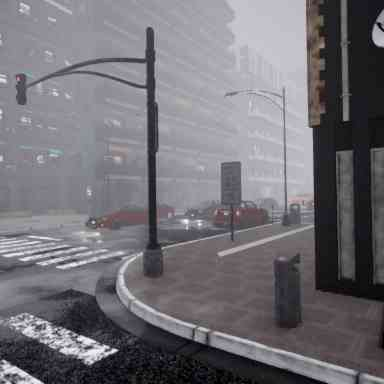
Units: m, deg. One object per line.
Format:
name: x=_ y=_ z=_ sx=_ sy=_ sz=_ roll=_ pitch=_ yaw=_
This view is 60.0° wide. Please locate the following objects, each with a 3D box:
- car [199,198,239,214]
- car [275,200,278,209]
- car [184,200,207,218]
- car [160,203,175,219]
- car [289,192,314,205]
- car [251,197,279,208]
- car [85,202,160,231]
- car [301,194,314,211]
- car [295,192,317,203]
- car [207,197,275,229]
car: x=2.814 y=1.385 z=33.893 sx=2.008 sy=1.369 sz=4.403 roll=-1 pitch=0 yaw=36
car: x=7.624 y=1.296 z=36.103 sx=2.033 sy=1.411 sz=5.357 roll=-1 pitch=0 yaw=36
car: x=1.588 y=1.376 z=27.820 sx=2.033 sy=1.411 sz=5.357 roll=-1 pitch=0 yaw=36
car: x=-3.204 y=1.459 z=25.779 sx=1.887 sy=1.381 sz=4.507 roll=-1 pitch=0 yaw=36
car: x=15.188 y=1.000 z=46.379 sx=2.097 sy=1.767 sz=4.553 roll=-1 pitch=0 yaw=36
car: x=9.482 y=1.312 z=43.053 sx=1.947 sy=1.339 sz=4.313 roll=-1 pitch=0 yaw=36
car: x=-4.228 y=1.471 z=19.830 sx=1.994 sy=1.385 sz=4.181 roll=-1 pitch=0 yaw=36
car: x=12.922 y=1.196 z=33.542 sx=1.947 sy=1.339 sz=4.313 roll=-1 pitch=0 yaw=36
car: x=19.478 y=0.932 z=56.793 sx=2.192 sy=1.841 sz=5.009 roll=-1 pitch=0 yaw=36
car: x=3.012 y=1.201 z=19.740 sx=1.967 sy=1.590 sz=4.097 roll=-1 pitch=0 yaw=36
